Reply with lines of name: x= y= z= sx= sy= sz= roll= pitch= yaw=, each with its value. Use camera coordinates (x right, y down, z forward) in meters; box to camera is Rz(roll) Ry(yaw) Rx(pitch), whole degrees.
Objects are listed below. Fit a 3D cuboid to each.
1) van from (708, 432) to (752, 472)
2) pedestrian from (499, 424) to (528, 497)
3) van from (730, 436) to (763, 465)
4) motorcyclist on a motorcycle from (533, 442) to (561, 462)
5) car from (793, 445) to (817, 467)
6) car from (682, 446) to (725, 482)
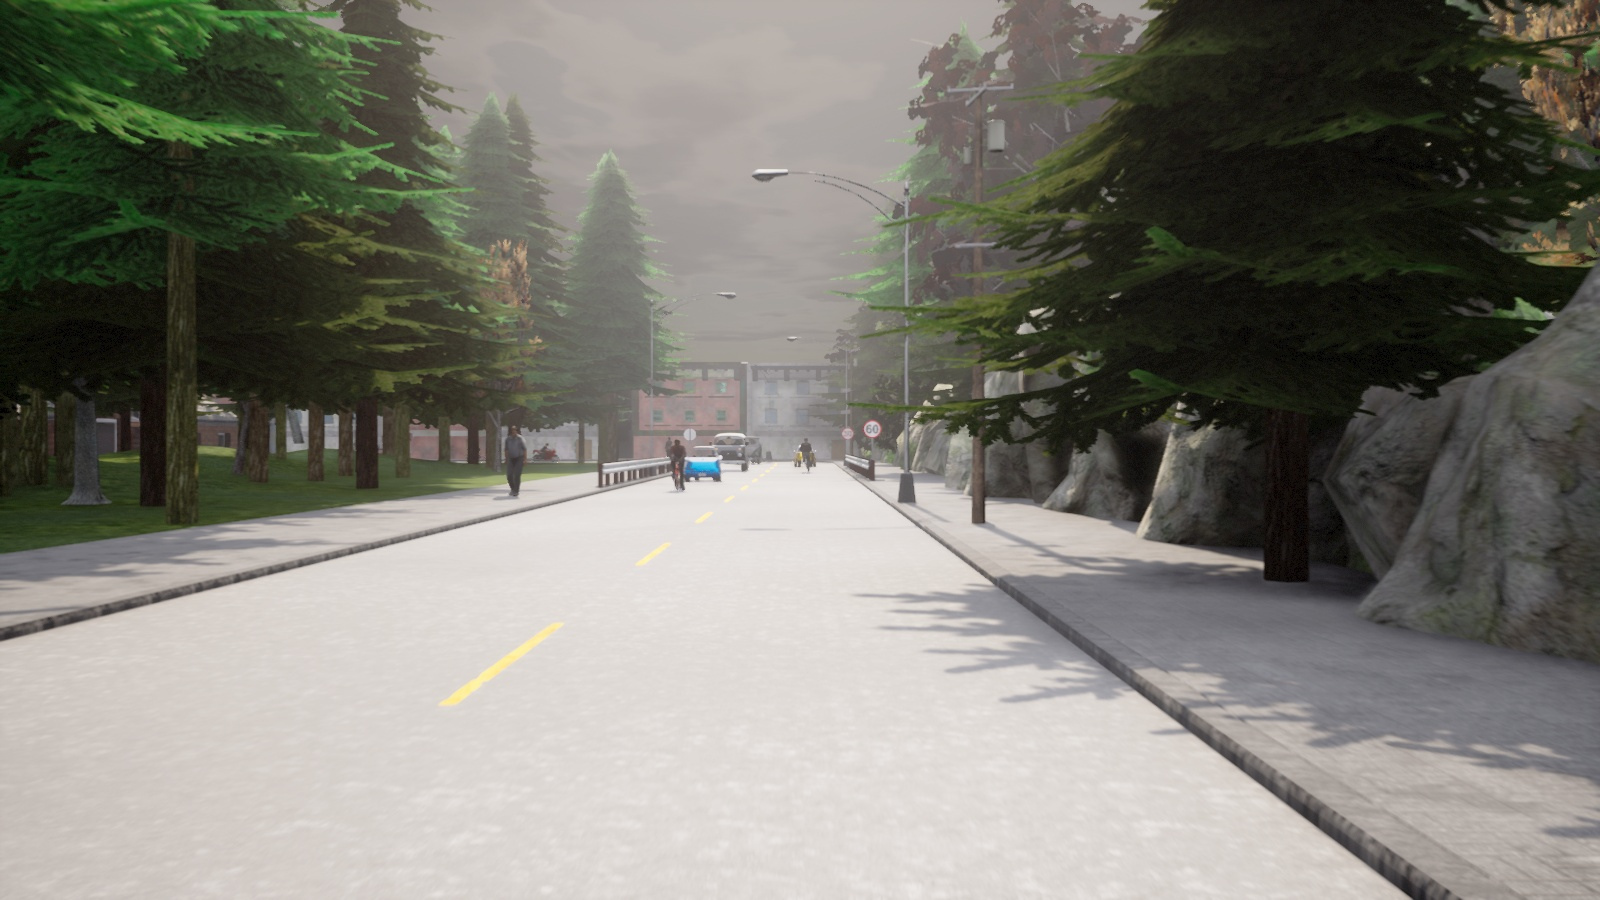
van: x=-3.697 y=0.092 z=66.590 sx=2.069 sy=2.038 sz=4.480 roll=0 pitch=0 yaw=0
pedestrian: x=-7.321 y=0.269 z=32.077 sx=0.540 sy=1.848 sz=0.694 roll=0 pitch=0 yaw=5
van: x=-3.805 y=-0.002 z=88.422 sx=1.775 sy=1.987 sz=4.442 roll=0 pitch=0 yaw=-9
motorcyclist on a motorcycle: x=-19.571 y=0.165 z=97.140 sx=2.044 sy=1.523 sz=0.797 roll=0 pitch=0 yaw=0
car: x=0.321 y=0.357 z=78.966 sx=1.481 sy=1.376 sz=2.207 roll=0 pitch=1 yaw=0
car: x=-3.723 y=0.524 z=48.676 sx=1.481 sy=1.376 sz=2.207 roll=0 pitch=0 yaw=0
